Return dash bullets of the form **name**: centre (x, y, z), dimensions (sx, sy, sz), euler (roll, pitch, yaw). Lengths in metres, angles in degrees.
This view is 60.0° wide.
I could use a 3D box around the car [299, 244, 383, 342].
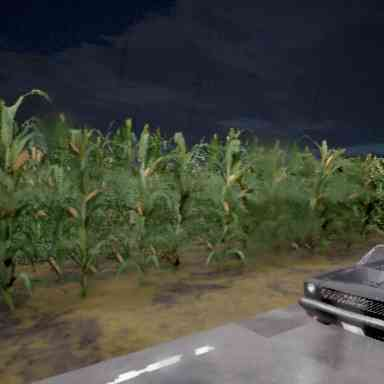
- **car**: centre (4.062, 1.625, 5.967), dimensions (4.718, 1.301, 1.895), euler (0, 0, -35)
